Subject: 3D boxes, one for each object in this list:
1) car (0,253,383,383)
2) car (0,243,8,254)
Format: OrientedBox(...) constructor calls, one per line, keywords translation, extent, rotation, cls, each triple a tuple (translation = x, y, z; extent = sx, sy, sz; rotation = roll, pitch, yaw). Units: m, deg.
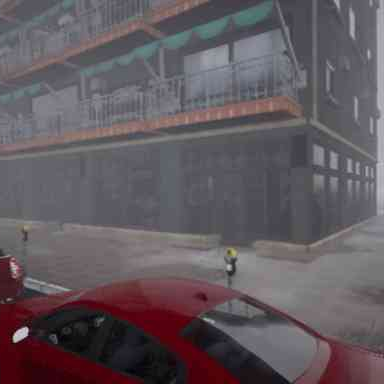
OrientedBox(translation=(-0.536, 1.543, 3.258), extent=(4.507, 1.381, 1.887), rotation=(0, 0, 35), cls="car")
OrientedBox(translation=(-5.125, 1.435, 6.532), extent=(4.097, 1.590, 1.967), rotation=(0, 0, 36), cls="car")
